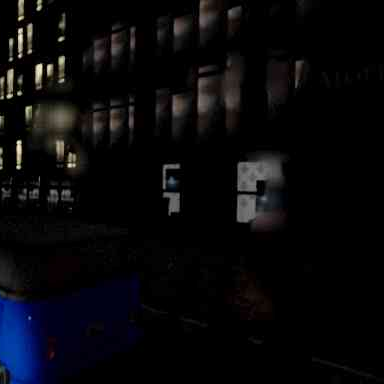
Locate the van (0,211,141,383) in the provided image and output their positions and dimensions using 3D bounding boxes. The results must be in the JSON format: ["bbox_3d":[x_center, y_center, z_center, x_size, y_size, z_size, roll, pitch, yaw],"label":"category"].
[{"bbox_3d":[-2.551,1.227,4.689,3.998,1.788,1.690,2,1,35],"label":"van"}]
